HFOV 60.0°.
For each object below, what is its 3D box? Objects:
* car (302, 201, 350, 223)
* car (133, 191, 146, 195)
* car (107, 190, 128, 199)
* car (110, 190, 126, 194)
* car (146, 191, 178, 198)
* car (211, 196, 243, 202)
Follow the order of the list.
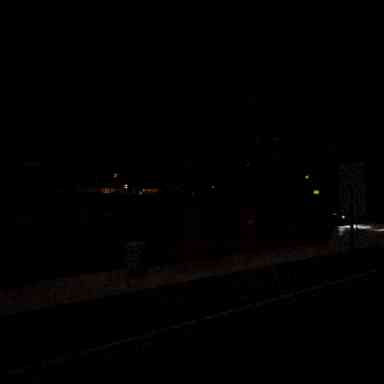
[{"bbox_3d":[8.222,1.338,22.259,1.994,1.385,4.181,-2,2,-36],"label":"car"},{"bbox_3d":[-7.413,0.571,49.985,2.128,1.511,4.902,-2,2,-35],"label":"car"},{"bbox_3d":[-13.088,0.401,58.108,1.837,1.490,4.892,-2,2,-35],"label":"car"},{"bbox_3d":[-11.200,0.621,50.513,1.812,1.442,4.674,-2,2,-34],"label":"car"},{"bbox_3d":[-3.085,0.726,38.613,2.097,1.767,4.553,-2,2,-34],"label":"car"},{"bbox_3d":[3.237,1.101,29.454,1.837,1.490,4.892,-2,2,-35],"label":"car"}]
